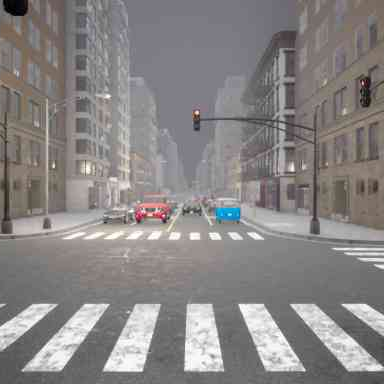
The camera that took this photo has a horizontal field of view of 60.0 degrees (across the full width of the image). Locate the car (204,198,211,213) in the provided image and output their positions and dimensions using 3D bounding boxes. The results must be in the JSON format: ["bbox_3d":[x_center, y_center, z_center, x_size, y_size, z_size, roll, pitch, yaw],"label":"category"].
[{"bbox_3d":[2.607,1.580,36.253,1.802,1.307,4.206,0,0,0],"label":"car"}]

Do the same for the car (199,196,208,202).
[{"bbox_3d":[2.576,1.524,76.023,2.008,1.369,4.403,0,0,0],"label":"car"}]

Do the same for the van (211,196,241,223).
[{"bbox_3d":[2.616,1.340,24.891,1.690,1.788,3.998,0,0,0],"label":"van"}]

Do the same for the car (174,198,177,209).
[{"bbox_3d":[-2.880,1.599,35.374,1.895,1.301,4.718,0,0,0],"label":"car"}]

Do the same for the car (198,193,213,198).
[{"bbox_3d":[2.594,1.305,53.298,2.192,1.841,5.009,0,0,0],"label":"car"}]

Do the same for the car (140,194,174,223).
[{"bbox_3d":[-2.869,1.220,25.557,2.150,2.045,5.566,0,0,0],"label":"car"}]

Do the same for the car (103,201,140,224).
[{"bbox_3d":[-5.409,1.549,24.876,2.008,1.369,4.403,0,0,0],"label":"car"}]

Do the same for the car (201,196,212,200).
[{"bbox_3d":[2.599,1.576,47.616,1.802,1.307,4.206,0,0,0],"label":"car"}]

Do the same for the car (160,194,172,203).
[{"bbox_3d":[-5.445,1.292,70.330,2.192,1.841,5.009,0,0,0],"label":"car"}]

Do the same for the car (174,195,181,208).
[{"bbox_3d":[-2.872,1.500,45.434,1.837,1.490,4.892,0,0,0],"label":"car"}]

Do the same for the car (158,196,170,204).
[{"bbox_3d":[-5.440,1.548,64.649,1.947,1.339,4.313,0,0,0],"label":"car"}]

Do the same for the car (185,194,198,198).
[{"bbox_3d":[0.048,1.548,63.041,1.994,1.385,4.181,0,0,0],"label":"car"}]

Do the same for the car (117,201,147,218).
[{"bbox_3d":[-5.413,1.543,30.558,1.887,1.381,4.507,0,0,0],"label":"car"}]

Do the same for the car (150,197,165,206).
[{"bbox_3d":[-5.431,1.556,53.286,1.947,1.339,4.313,0,0,0],"label":"car"}]

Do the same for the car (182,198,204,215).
[{"bbox_3d":[0.017,1.599,33.661,1.895,1.301,4.718,0,0,1],"label":"car"}]

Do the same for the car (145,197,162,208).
[{"bbox_3d":[-5.427,1.519,47.434,1.752,1.417,4.829,0,0,0],"label":"car"}]
